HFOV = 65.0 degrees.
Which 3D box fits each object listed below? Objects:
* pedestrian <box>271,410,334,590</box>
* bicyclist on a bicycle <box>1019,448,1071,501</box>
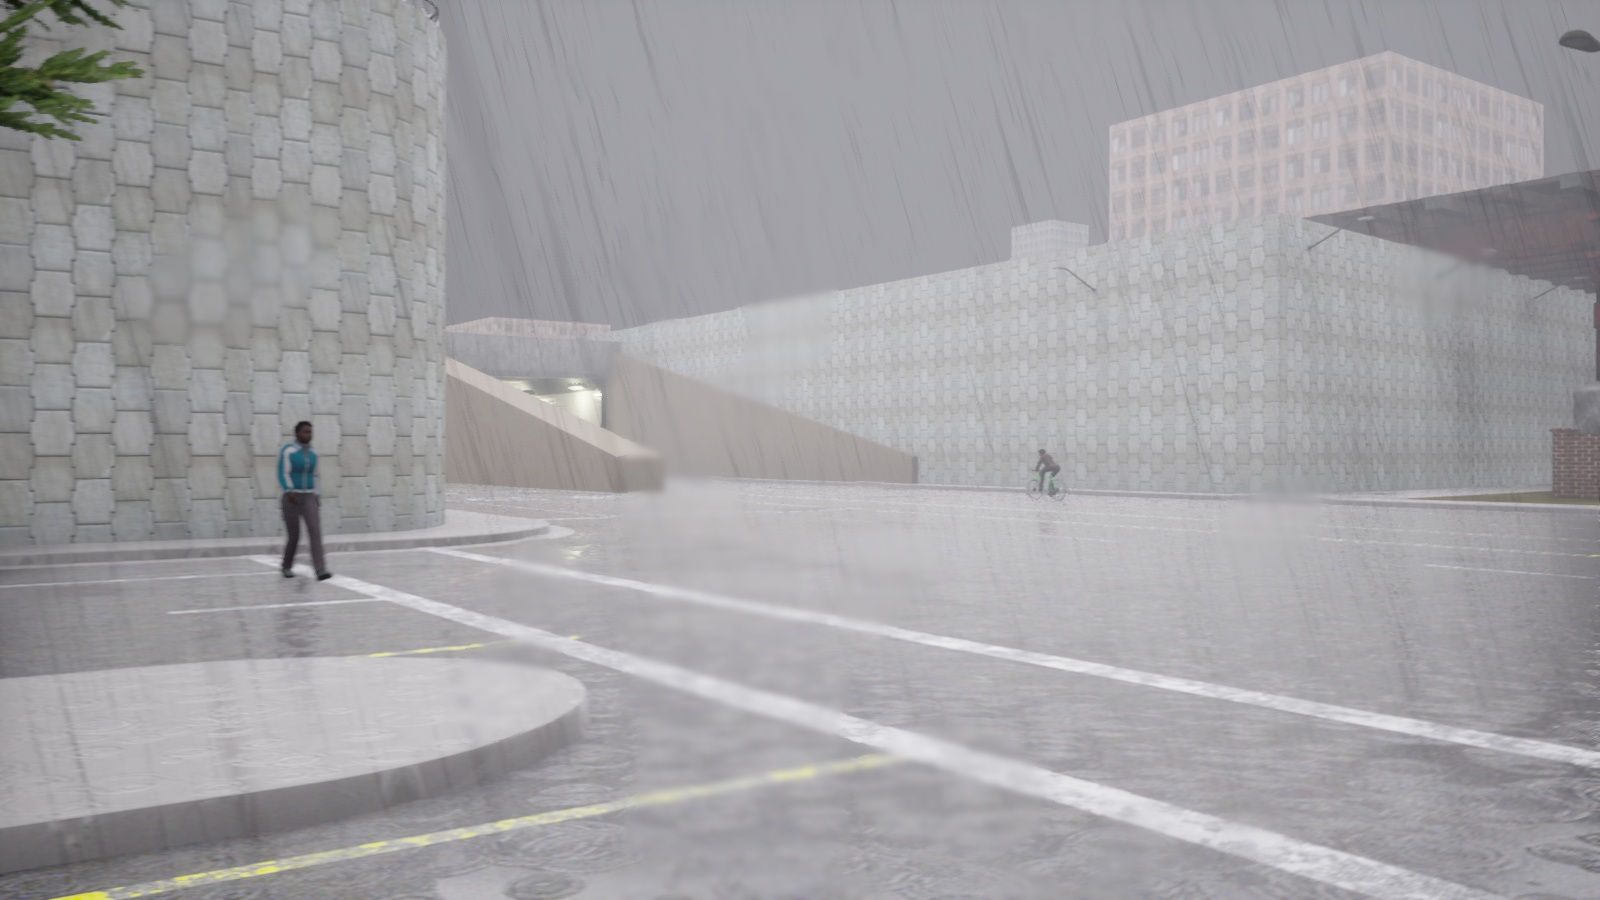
[{"bbox_3d":[-5.479,0.533,13.832,0.692,1.930,0.396,0,0,44],"label":"pedestrian"},{"bbox_3d":[7.644,0.760,39.261,0.582,1.620,1.656,0,0,-34],"label":"bicyclist on a bicycle"}]
